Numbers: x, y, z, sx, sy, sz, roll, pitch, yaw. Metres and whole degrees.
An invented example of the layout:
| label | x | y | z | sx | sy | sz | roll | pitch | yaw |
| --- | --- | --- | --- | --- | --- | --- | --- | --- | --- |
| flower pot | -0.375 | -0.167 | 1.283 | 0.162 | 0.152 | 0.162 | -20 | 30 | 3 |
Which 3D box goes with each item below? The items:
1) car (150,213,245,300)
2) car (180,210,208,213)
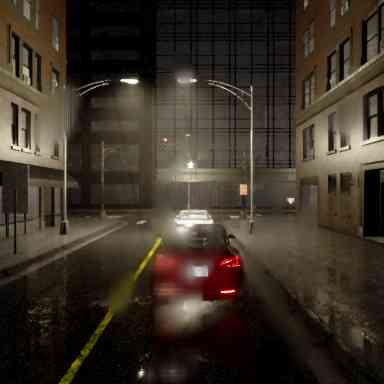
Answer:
| label | x | y | z | sx | sy | sz | roll | pitch | yaw |
| --- | --- | --- | --- | --- | --- | --- | --- | --- | --- |
| car | 0.107 | 1.504 | 8.448 | 2.163 | 1.488 | 4.792 | 0 | 0 | 0 |
| car | 0.096 | 1.603 | 17.464 | 1.895 | 1.301 | 4.718 | 0 | 0 | 0 |
